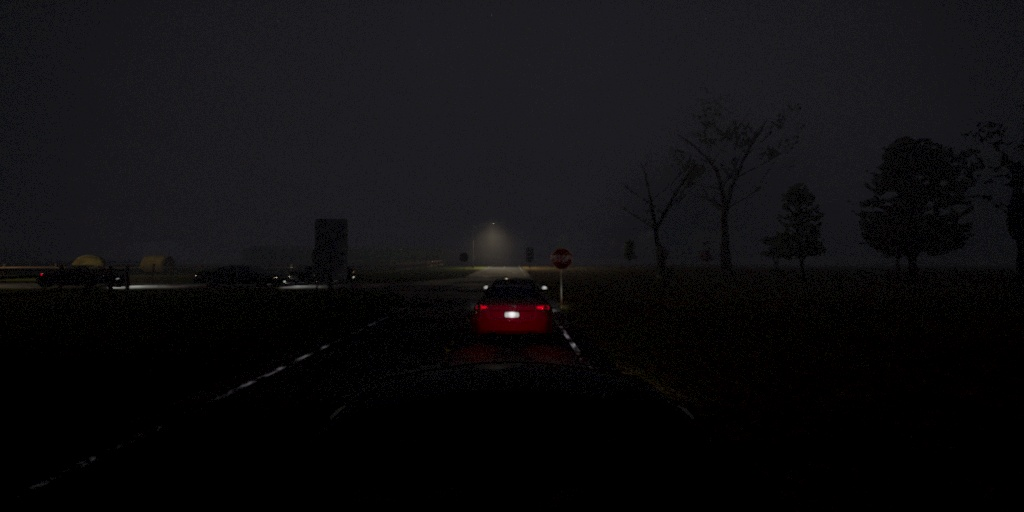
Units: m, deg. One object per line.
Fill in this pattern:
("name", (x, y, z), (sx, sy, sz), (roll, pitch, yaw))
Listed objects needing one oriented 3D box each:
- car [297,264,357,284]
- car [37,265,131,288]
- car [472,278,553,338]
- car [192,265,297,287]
("car", (-14.039, 1.299, 26.358), (4.892, 1.490, 1.837), (0, -2, 1))
("car", (-27.367, 1.288, 23.040), (4.181, 1.385, 1.994), (0, -1, -2))
("car", (0.082, 1.322, 10.203), (1.994, 1.385, 4.181), (0, 0, 2))
("car", (-17.469, 1.283, 23.324), (5.357, 1.411, 2.033), (0, -1, -1))
